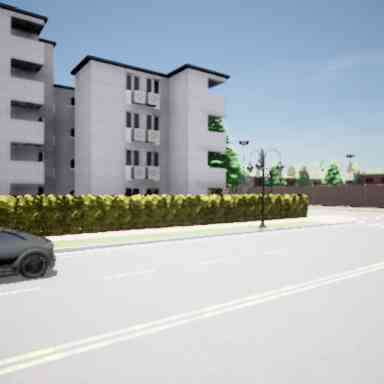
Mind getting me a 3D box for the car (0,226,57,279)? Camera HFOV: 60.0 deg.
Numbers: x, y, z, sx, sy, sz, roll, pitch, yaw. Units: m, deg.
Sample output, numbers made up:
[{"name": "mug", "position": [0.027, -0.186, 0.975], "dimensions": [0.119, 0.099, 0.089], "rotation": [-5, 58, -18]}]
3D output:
[{"name": "car", "position": [-5.727, 1.565, 8.491], "dimensions": [4.181, 1.385, 1.994], "rotation": [0, 0, -36]}]
